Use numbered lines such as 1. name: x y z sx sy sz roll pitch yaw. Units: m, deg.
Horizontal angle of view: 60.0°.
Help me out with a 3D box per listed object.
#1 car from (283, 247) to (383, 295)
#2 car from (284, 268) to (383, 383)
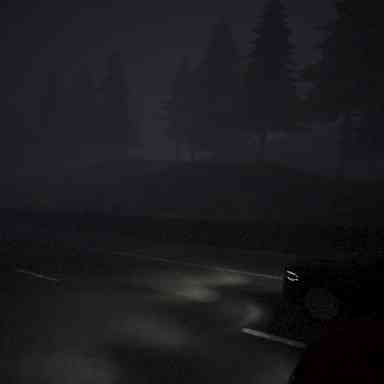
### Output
1. car: 4.025 1.478 5.419 5.008 1.535 1.882 0 0 36
2. car: 2.956 1.600 1.879 4.718 1.301 1.895 0 0 36
